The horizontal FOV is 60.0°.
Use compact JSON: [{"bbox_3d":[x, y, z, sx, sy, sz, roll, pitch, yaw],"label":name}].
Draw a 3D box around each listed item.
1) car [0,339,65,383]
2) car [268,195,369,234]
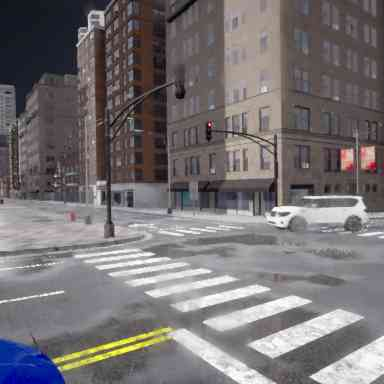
[{"bbox_3d":[-3.077,1.478,1.253,5.008,1.535,1.882,0,0,-35],"label":"car"},{"bbox_3d":[7.238,1.221,19.107,5.566,2.045,2.150,0,0,-8],"label":"car"}]
